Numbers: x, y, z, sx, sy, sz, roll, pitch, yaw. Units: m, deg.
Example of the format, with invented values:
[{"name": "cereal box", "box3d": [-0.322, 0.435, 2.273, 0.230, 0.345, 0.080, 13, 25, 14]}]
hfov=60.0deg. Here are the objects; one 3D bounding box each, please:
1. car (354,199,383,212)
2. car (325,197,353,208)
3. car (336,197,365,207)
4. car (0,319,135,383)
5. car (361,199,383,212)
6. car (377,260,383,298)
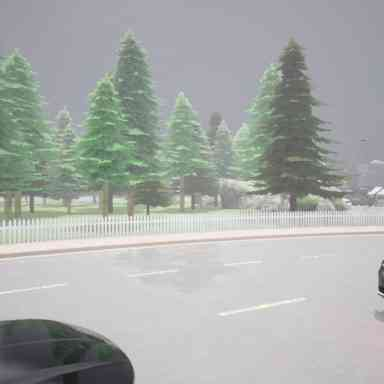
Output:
[{"name": "car", "box3d": [19.910, 1.619, 36.072, 1.994, 1.385, 4.181, 0, 0, -3]}, {"name": "car", "box3d": [22.501, 1.533, 51.189, 1.882, 1.535, 5.008, 0, 0, -3]}, {"name": "car", "box3d": [25.976, 1.603, 54.823, 2.033, 1.411, 5.357, 0, 0, -3]}, {"name": "car", "box3d": [-2.678, 1.478, 1.653, 5.008, 1.535, 1.882, 0, 0, -36]}, {"name": "car", "box3d": [23.111, 1.581, 41.123, 1.812, 1.442, 4.674, 0, 0, -3]}, {"name": "car", "box3d": [5.680, 1.492, 6.134, 4.902, 1.511, 2.128, 0, 0, -23]}]
